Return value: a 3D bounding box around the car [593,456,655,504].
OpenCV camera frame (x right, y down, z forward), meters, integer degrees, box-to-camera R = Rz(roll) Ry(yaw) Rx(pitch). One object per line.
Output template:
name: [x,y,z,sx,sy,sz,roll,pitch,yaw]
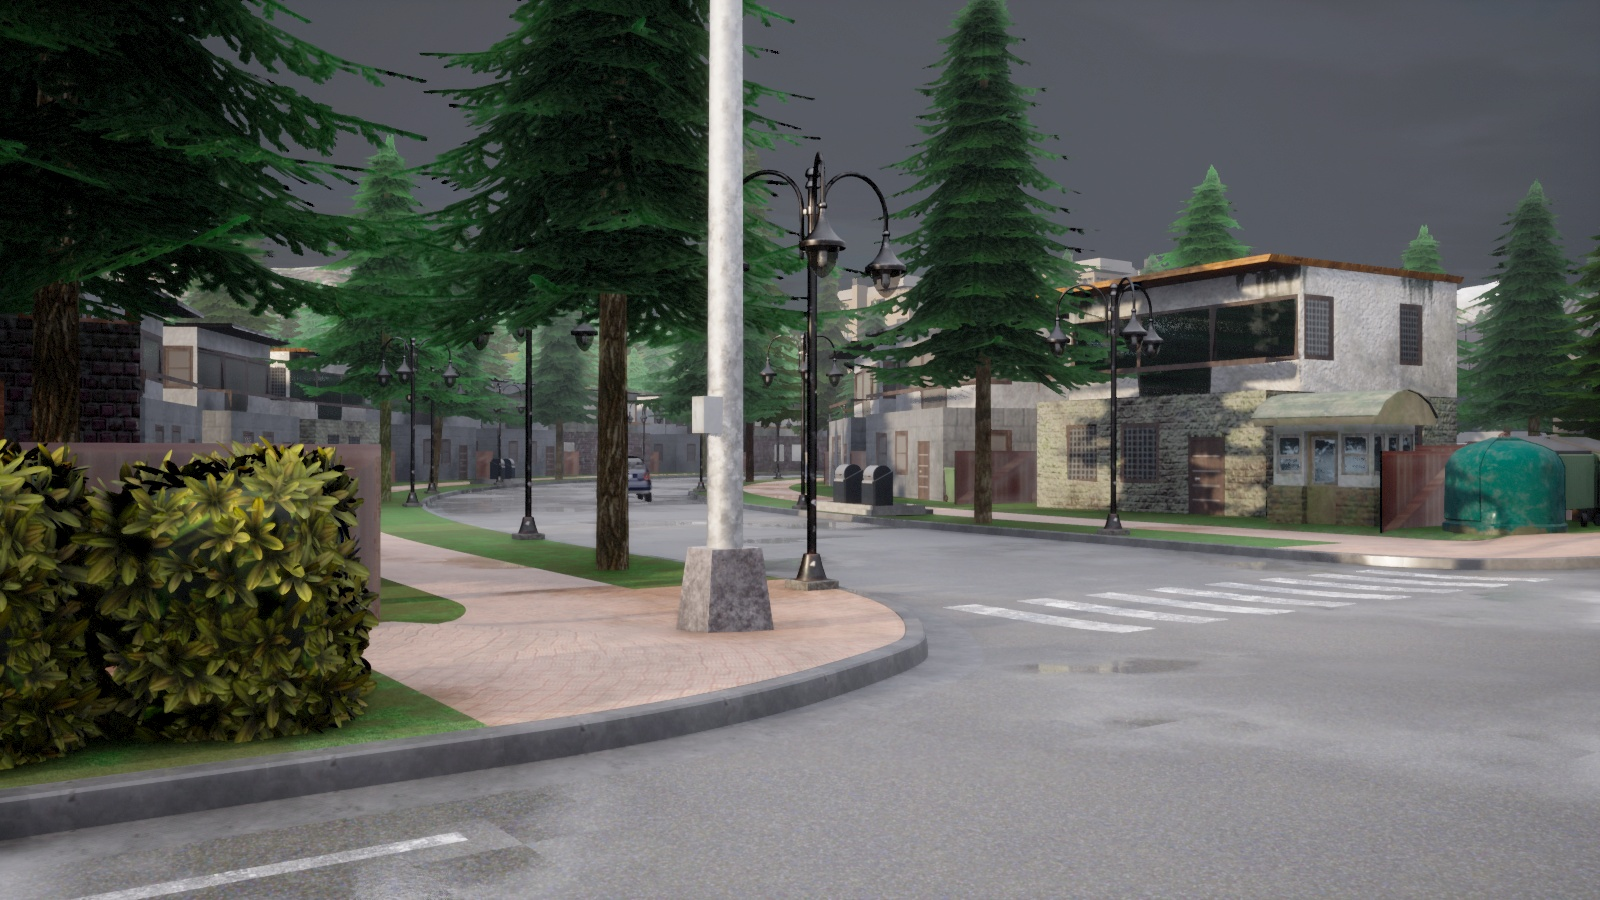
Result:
car: [-6.124,1.000,43.382,1.789,1.549,3.705,0,0,-13]
